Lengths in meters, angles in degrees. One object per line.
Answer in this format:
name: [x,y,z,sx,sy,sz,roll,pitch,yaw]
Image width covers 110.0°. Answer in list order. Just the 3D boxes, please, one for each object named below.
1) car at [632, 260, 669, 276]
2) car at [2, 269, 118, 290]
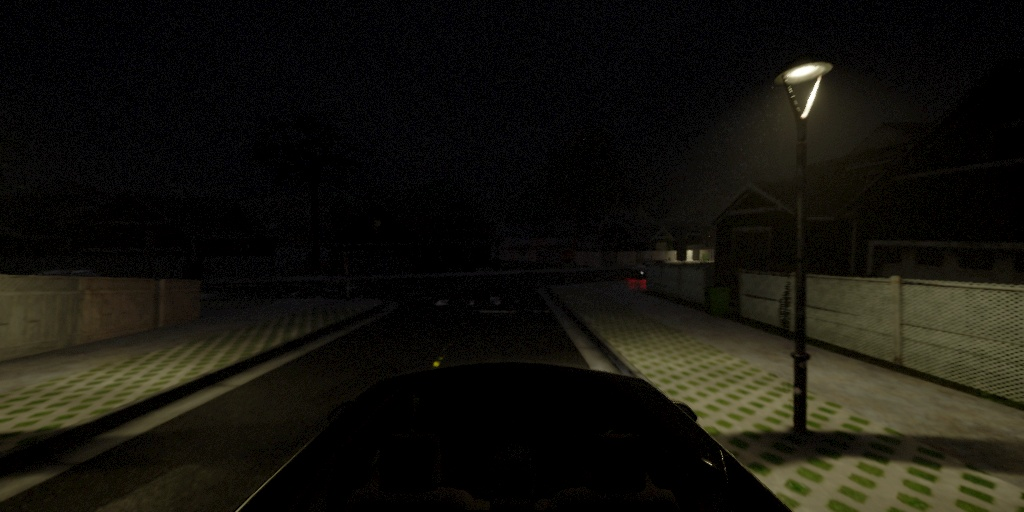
car: [12.277,1.026,29.776,4.718,1.301,1.895,-1,4,-31]
car: [-19.051,1.326,15.779,4.674,1.442,1.812,0,4,-17]
